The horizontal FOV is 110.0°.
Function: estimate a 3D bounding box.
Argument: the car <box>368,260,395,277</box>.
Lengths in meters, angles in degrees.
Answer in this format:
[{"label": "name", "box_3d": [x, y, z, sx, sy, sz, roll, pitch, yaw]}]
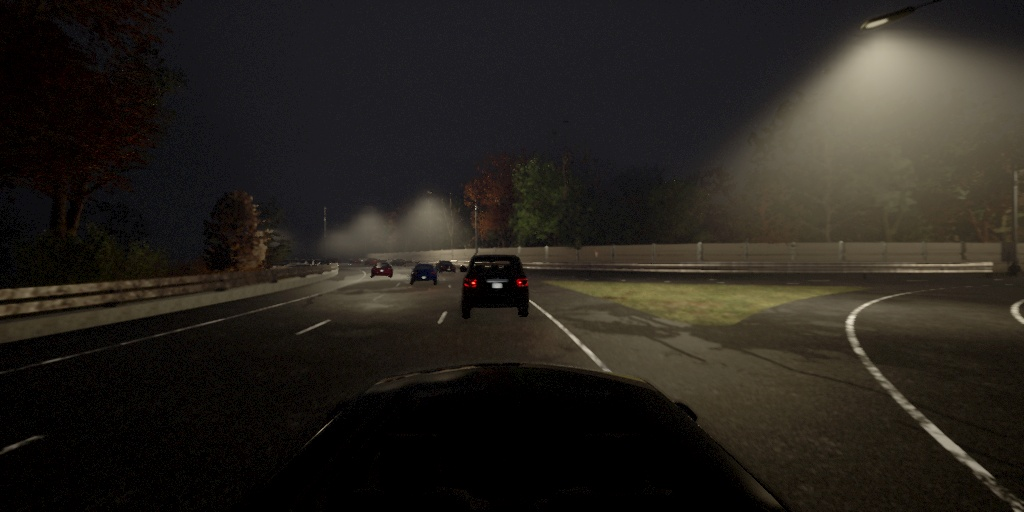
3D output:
[{"label": "car", "box_3d": [-12.938, 1.360, 35.767, 1.994, 1.385, 4.181, 0, 0, -19]}]

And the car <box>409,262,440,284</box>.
[{"label": "car", "box_3d": [-6.624, 1.299, 26.999, 1.812, 1.442, 4.674, 0, 0, -14]}]

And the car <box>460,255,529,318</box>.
[{"label": "car", "box_3d": [-0.733, 0.973, 13.307, 2.150, 2.045, 5.566, 0, 0, -6]}]

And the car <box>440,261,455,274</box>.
[{"label": "car", "box_3d": [-7.882, 1.302, 42.112, 1.812, 1.442, 4.674, 0, 0, -21]}]
